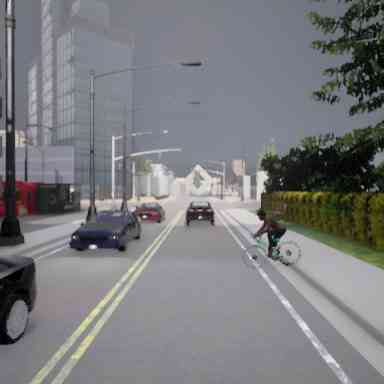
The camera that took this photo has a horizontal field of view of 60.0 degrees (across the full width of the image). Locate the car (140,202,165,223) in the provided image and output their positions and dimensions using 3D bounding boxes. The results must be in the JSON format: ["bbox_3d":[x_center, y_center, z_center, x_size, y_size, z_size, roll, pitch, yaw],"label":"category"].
[{"bbox_3d":[-3.089,1.449,24.082,1.994,1.385,4.181,0,0,2],"label":"car"}]

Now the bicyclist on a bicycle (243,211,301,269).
[{"bbox_3d":[2.212,1.335,9.422,1.656,1.620,0.582,-7,0,1],"label":"bicyclist on a bicycle"}]

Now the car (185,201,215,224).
[{"bbox_3d":[0.568,1.381,23.248,2.128,1.511,4.902,0,0,1],"label":"car"}]

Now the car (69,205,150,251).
[{"bbox_3d":[-3.327,1.480,14.031,2.033,1.411,5.357,0,0,1],"label":"car"}]

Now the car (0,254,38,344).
[{"bbox_3d":[-3.555,1.460,3.526,1.882,1.535,5.008,0,0,1],"label":"car"}]
